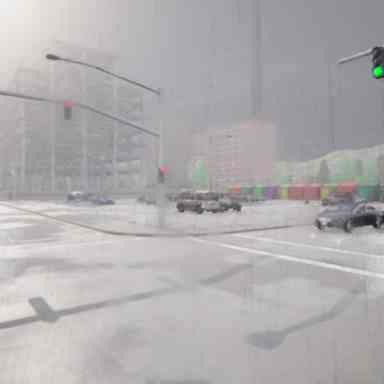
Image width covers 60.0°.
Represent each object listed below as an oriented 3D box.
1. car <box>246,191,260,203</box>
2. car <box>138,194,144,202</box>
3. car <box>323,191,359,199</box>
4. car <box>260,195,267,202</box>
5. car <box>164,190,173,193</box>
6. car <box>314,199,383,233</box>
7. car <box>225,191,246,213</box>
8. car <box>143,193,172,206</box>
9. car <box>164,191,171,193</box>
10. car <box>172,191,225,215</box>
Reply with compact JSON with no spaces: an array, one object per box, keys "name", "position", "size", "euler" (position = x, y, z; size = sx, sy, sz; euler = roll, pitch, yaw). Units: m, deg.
[{"name":"car","position":[8.921,0.842,57.439],"size":[1.932,1.855,4.605],"euler":[-1,0,-35]},{"name":"car","position":[-8.797,1.169,63.375],"size":[1.970,1.475,3.806],"euler":[-1,0,-35]},{"name":"car","position":[18.970,0.846,43.087],"size":[1.905,1.878,3.866],"euler":[-1,0,-35]},{"name":"car","position":[11.334,1.030,59.046],"size":[1.784,1.438,3.905],"euler":[-1,0,-35]},{"name":"car","position":[-4.253,0.884,66.609],"size":[1.932,1.855,4.605],"euler":[-1,0,-35]},{"name":"car","position":[8.922,1.353,18.727],"size":[4.902,1.511,2.128],"euler":[-1,0,-34]},{"name":"car","position":[2.903,0.997,31.821],"size":[1.905,1.878,3.866],"euler":[-1,0,-35]},{"name":"car","position":[-4.879,1.214,47.691],"size":[1.970,1.475,3.806],"euler":[-1,0,-35]},{"name":"car","position":[-6.423,1.115,65.032],"size":[1.784,1.438,3.905],"euler":[-1,0,-35]},{"name":"car","position":[0.499,1.016,30.208],"size":[1.932,1.855,4.605],"euler":[-1,0,-35]}]
